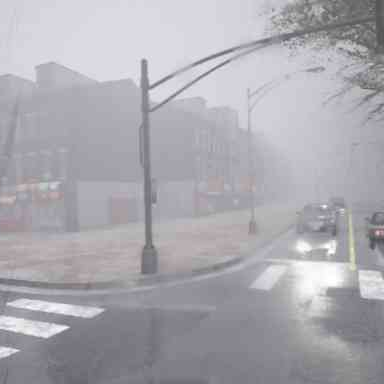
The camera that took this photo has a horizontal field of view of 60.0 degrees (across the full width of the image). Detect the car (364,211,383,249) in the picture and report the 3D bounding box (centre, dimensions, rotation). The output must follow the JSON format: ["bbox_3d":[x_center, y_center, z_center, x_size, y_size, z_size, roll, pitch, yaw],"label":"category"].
[{"bbox_3d":[7.878,1.379,13.097,1.895,1.301,4.718,-2,0,25],"label":"car"}]

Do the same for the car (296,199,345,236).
[{"bbox_3d":[6.635,1.349,17.378,2.128,1.511,4.902,-2,0,25],"label":"car"}]

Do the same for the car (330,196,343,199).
[{"bbox_3d":[17.943,1.255,41.253,2.033,1.411,5.357,-2,-1,26],"label":"car"}]
